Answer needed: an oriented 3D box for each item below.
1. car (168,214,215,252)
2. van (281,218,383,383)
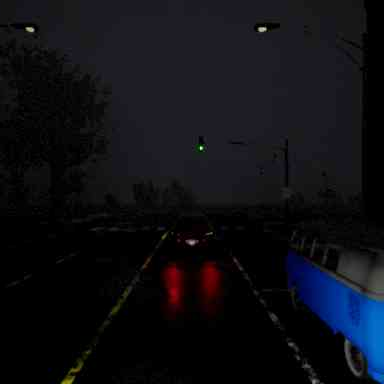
[{"bbox_3d":[0.002,1.657,14.364,1.812,1.442,4.674,0,0,0],"label":"car"},{"bbox_3d":[2.675,1.390,5.223,1.690,1.788,3.998,-1,-1,0],"label":"van"}]
